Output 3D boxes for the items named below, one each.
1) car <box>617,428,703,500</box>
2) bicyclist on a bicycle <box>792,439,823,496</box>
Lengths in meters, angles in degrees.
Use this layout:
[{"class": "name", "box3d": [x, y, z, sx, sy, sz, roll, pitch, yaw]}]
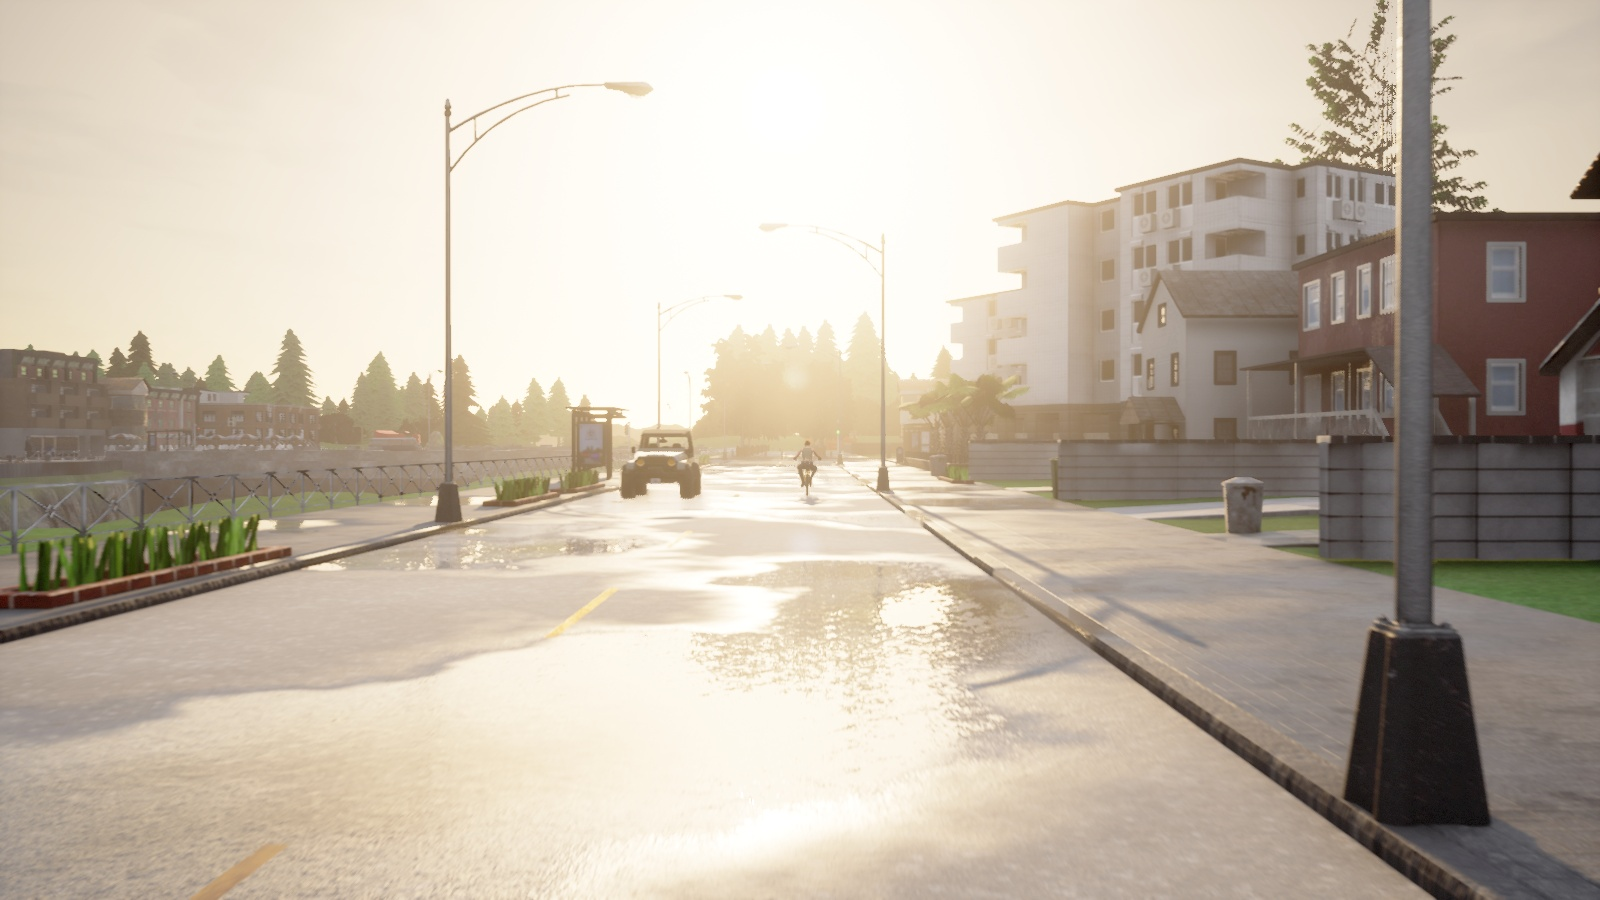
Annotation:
[{"class": "car", "box3d": [-3.792, 0.344, 34.590, 1.905, 1.878, 3.866, 0, 0, 0]}, {"class": "bicyclist on a bicycle", "box3d": [0.214, 0.479, 36.206, 0.866, 1.612, 1.509, 0, 0, 0]}]
